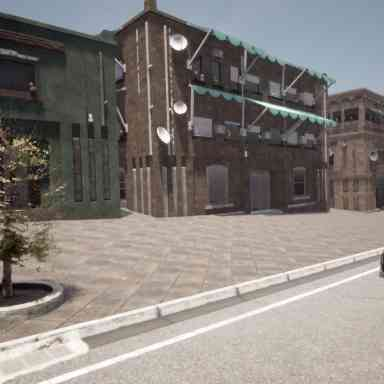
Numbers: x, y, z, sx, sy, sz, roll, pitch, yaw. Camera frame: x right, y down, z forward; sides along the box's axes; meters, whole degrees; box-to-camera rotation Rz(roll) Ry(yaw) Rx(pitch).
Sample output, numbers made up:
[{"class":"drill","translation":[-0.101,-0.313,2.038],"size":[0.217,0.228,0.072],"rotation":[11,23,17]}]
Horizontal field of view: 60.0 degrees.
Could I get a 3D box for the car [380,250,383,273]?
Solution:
[{"class":"car","translation":[7.086,1.652,9.544],"size":[4.181,1.385,1.994],"rotation":[1,-1,-41]}]
